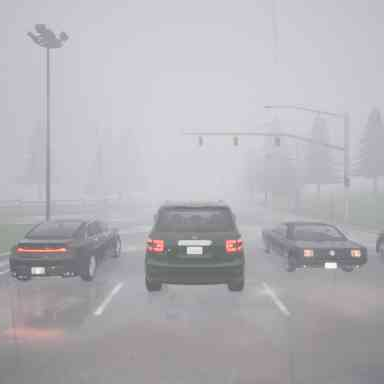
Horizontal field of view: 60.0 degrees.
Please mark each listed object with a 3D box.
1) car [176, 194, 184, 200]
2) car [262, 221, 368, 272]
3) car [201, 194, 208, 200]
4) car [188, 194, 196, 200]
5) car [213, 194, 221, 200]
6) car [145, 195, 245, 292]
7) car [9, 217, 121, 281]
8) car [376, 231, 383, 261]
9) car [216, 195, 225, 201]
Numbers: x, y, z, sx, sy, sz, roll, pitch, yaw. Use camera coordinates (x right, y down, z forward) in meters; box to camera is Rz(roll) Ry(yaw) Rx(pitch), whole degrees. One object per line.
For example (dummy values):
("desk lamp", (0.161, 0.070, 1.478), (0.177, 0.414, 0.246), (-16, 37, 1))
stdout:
("car", (-3.452, 1.372, 93.454), (2.033, 1.411, 5.357), (0, 0, 0))
("car", (3.585, 1.601, 10.760), (1.895, 1.301, 4.718), (0, 0, 0))
("car", (3.548, 1.310, 93.451), (1.882, 1.535, 5.008), (0, 0, 0))
("car", (0.048, 1.357, 93.453), (2.128, 1.511, 4.902), (0, 0, 0))
("car", (7.048, 1.385, 93.449), (1.994, 1.385, 4.181), (0, 0, 0))
("car", (0.074, 1.221, 9.095), (2.150, 2.045, 5.566), (0, 0, 0))
("car", (-3.422, 1.505, 9.844), (1.837, 1.490, 4.892), (0, 0, 0))
("car", (7.076, 1.492, 9.213), (2.128, 1.511, 4.902), (0, 0, 0))
("car", (7.043, 1.544, 83.412), (1.994, 1.385, 4.181), (0, 0, 0))
